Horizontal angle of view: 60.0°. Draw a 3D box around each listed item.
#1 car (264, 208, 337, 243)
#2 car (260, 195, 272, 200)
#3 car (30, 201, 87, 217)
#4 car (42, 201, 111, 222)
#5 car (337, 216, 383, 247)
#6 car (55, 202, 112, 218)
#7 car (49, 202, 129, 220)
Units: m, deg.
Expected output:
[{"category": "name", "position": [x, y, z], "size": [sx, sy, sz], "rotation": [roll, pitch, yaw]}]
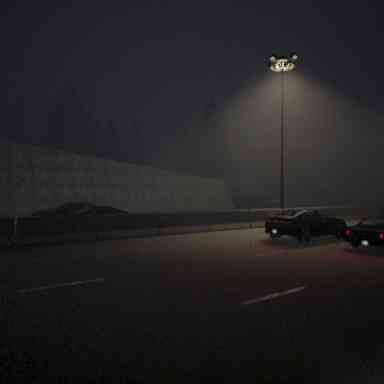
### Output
[{"category": "car", "position": [5.716, 1.567, 16.457], "size": [4.902, 1.511, 2.128], "rotation": [0, 0, -35]}, {"category": "car", "position": [20.911, 1.555, 93.096], "size": [1.994, 1.385, 4.181], "rotation": [0, 2, -16]}, {"category": "car", "position": [-8.731, 1.511, 23.551], "size": [5.008, 1.535, 1.882], "rotation": [0, 0, -35]}, {"category": "car", "position": [-9.441, 1.533, 27.339], "size": [4.902, 1.511, 2.128], "rotation": [0, 0, -35]}, {"category": "car", "position": [8.499, 1.680, 14.136], "size": [4.718, 1.301, 1.895], "rotation": [0, 0, -35]}, {"category": "car", "position": [-10.140, 1.651, 31.135], "size": [4.718, 1.301, 1.895], "rotation": [0, 0, -35]}, {"category": "car", "position": [-6.194, 1.562, 21.059], "size": [4.674, 1.442, 1.812], "rotation": [0, 0, -35]}]
